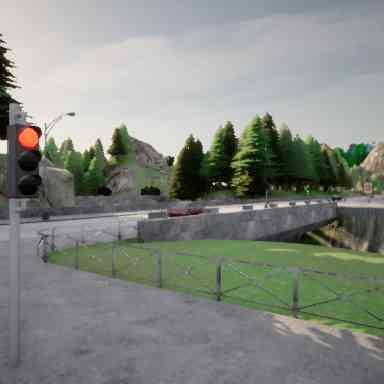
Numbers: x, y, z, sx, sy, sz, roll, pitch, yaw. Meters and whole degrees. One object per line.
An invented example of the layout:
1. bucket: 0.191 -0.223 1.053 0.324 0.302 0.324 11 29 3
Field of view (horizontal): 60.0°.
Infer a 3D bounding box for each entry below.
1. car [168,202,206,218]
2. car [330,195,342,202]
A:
1. car: -0.279 1.559 29.394 1.994 1.385 4.181 0 0 36
2. car: 32.969 1.438 75.990 1.837 1.490 4.892 0 0 36
